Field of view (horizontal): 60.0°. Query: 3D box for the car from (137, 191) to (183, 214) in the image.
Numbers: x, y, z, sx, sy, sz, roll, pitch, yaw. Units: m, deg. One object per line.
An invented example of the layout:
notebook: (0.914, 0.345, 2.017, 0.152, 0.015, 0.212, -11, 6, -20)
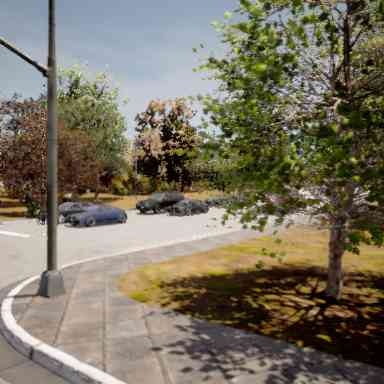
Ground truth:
car: (-2.942, 0.996, 32.945, 2.150, 2.045, 5.566, 0, 2, 37)

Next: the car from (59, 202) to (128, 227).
car: (-6.421, 1.549, 22.635, 1.994, 1.385, 4.181, 0, 1, 37)

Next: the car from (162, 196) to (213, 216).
car: (-0.335, 1.341, 30.586, 1.994, 1.385, 4.181, 0, 2, 37)

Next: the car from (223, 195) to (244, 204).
car: (5.990, 0.890, 38.834, 1.837, 1.490, 4.892, 0, 3, 38)

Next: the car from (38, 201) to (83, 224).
car: (-9.007, 1.491, 25.015, 1.837, 1.490, 4.892, 0, 1, 37)

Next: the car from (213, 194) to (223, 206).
car: (3.540, 0.913, 41.389, 2.033, 1.411, 5.357, 0, 3, 38)

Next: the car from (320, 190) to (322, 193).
car: (22.651, -0.270, 55.047, 1.882, 1.535, 5.008, 0, 3, 34)

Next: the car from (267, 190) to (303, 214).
car: (8.720, 0.802, 30.580, 2.150, 2.045, 5.566, 0, 2, 38)
